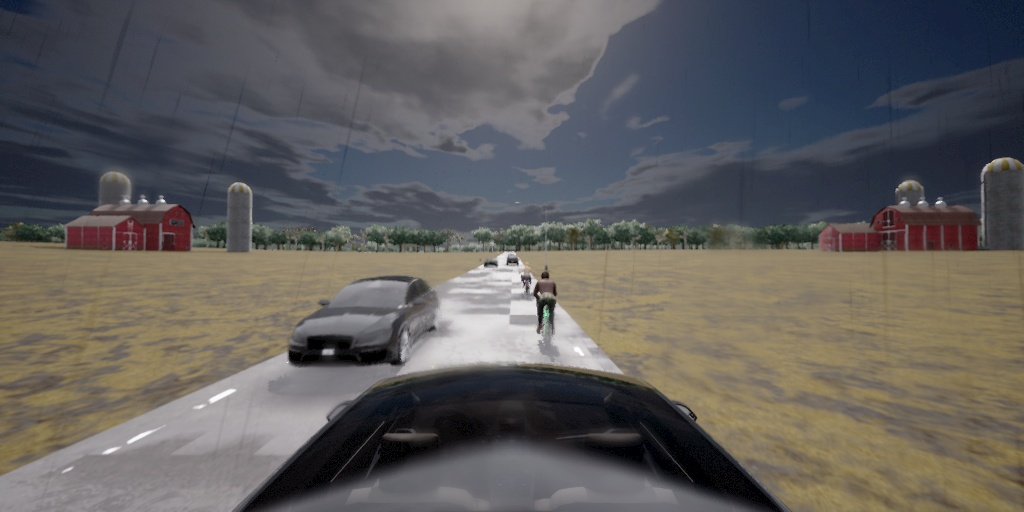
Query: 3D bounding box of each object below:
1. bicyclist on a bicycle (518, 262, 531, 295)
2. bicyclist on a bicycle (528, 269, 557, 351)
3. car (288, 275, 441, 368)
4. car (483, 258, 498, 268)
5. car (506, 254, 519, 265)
[{"bbox_3d":[0.735,1.098,17.876,0.866,1.612,1.509,0,0,0],"label":"bicyclist on a bicycle"},{"bbox_3d":[0.756,1.177,8.005,0.582,1.620,1.656,0,0,0],"label":"bicyclist on a bicycle"},{"bbox_3d":[-2.850,1.229,7.992,1.837,1.490,4.892,0,0,0],"label":"car"},{"bbox_3d":[-2.844,0.898,48.785,1.895,1.301,4.718,0,1,0],"label":"car"},{"bbox_3d":[0.095,0.619,58.472,1.882,1.535,5.008,0,1,0],"label":"car"}]
